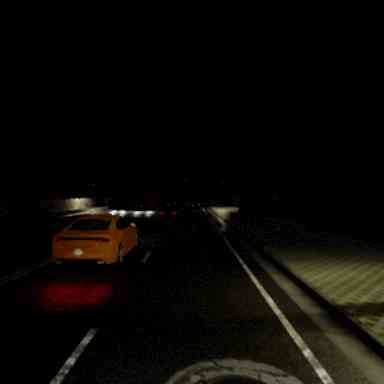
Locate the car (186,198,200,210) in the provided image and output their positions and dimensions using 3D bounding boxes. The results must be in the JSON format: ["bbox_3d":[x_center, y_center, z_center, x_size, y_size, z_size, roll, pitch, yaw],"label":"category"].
[{"bbox_3d":[0.145,1.824,46.523,1.994,1.385,4.181,0,0,0],"label":"car"}]

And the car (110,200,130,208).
[{"bbox_3d":[-9.788,1.817,45.346,1.994,1.385,4.181,0,0,0],"label":"car"}]

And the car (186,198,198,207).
[{"bbox_3d":[0.058,1.889,60.796,2.033,1.411,5.357,0,0,0],"label":"car"}]

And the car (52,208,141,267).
[{"bbox_3d":[-3.139,1.539,11.682,1.882,1.535,5.008,0,0,0],"label":"car"}]

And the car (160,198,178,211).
[{"bbox_3d":[-3.106,1.607,45.581,2.097,1.767,4.553,0,0,0],"label":"car"}]

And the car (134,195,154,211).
[{"bbox_3d":[-6.539,1.480,45.900,2.150,2.045,5.566,0,-1,0],"label":"car"}]
